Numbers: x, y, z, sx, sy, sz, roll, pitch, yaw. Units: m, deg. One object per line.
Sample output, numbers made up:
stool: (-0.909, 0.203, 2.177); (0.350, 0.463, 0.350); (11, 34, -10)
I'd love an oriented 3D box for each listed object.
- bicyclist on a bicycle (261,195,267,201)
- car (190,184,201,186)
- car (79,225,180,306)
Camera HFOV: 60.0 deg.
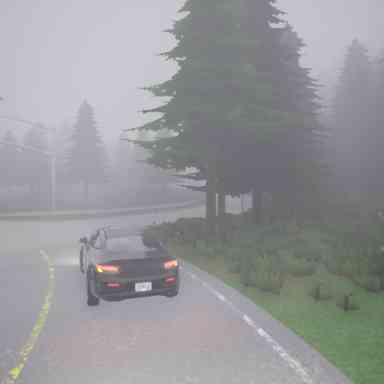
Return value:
bicyclist on a bicycle: (6.342, 0.894, 30.365); (1.656, 1.620, 0.582); (-13, -4, 35)
car: (0.647, -1.747, 69.712); (1.994, 1.385, 4.181); (0, 5, -5)
car: (-1.674, 1.526, 8.095); (1.812, 1.442, 4.674); (0, 0, -21)
